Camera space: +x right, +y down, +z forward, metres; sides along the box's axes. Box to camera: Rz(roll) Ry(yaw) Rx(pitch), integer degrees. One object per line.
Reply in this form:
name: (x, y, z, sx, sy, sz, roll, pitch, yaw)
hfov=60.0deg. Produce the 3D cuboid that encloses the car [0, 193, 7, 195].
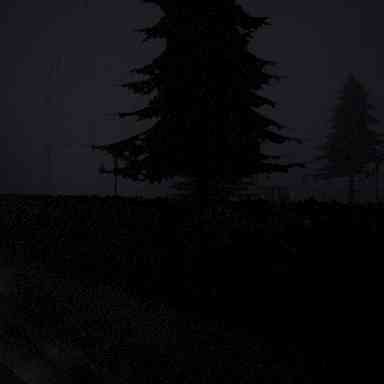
car: (-23.770, 1.314, 41.318, 5.027, 1.636, 2.152, 0, 0, -45)

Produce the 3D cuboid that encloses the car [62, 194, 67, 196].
car: (-31.973, 1.204, 85.973, 3.806, 1.475, 1.970, 0, 0, -45)

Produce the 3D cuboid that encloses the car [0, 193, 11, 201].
car: (-41.828, 1.069, 71.667, 4.605, 1.855, 1.932, 0, 0, -45)

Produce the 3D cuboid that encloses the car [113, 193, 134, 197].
car: (-10.367, 1.369, 54.310, 3.806, 1.475, 1.970, 0, 0, -45)

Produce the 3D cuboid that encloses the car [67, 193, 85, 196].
car: (-27.240, 1.127, 81.628, 5.027, 1.636, 2.152, 0, 0, -45)

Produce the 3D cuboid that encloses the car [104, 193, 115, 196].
car: (-15.930, 1.077, 70.731, 4.605, 1.855, 1.932, 0, 0, -45)
